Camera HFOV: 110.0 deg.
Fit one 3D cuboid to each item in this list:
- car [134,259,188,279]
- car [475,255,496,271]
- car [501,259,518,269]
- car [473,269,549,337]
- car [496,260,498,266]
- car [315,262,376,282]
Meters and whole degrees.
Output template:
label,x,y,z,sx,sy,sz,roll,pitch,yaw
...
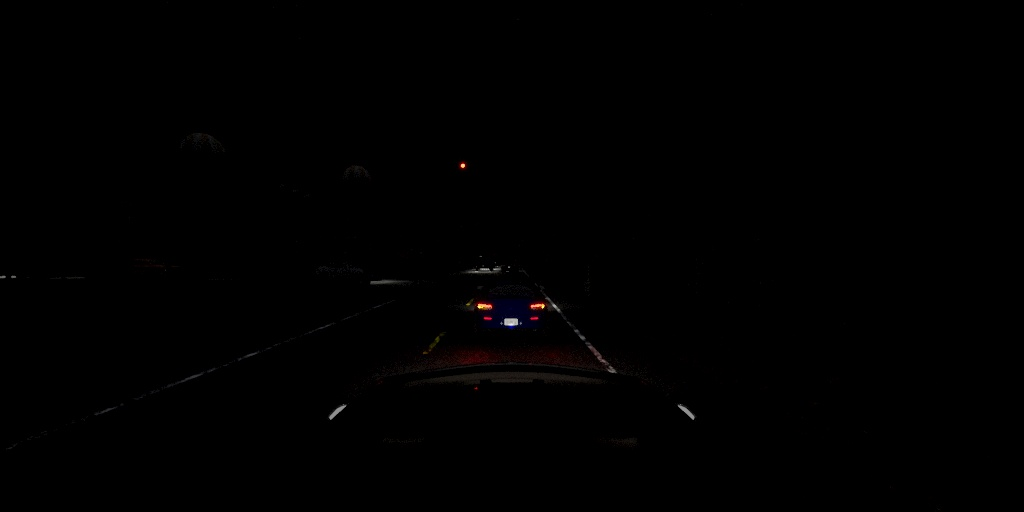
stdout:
label,x,y,z,sx,sy,sz,roll,pitch,yaw
car,-28.627,0.974,28.336,5.008,1.535,1.882,0,0,-1
car,-3.787,0.934,49.824,2.150,2.045,5.566,0,0,0
car,-0.256,1.284,44.705,1.994,1.385,4.181,0,0,2
car,-0.029,1.274,10.129,1.812,1.442,4.674,0,0,0
car,-3.808,1.299,59.597,1.895,1.301,4.718,0,0,0
car,-12.830,1.176,27.666,4.674,1.442,1.812,0,0,12
